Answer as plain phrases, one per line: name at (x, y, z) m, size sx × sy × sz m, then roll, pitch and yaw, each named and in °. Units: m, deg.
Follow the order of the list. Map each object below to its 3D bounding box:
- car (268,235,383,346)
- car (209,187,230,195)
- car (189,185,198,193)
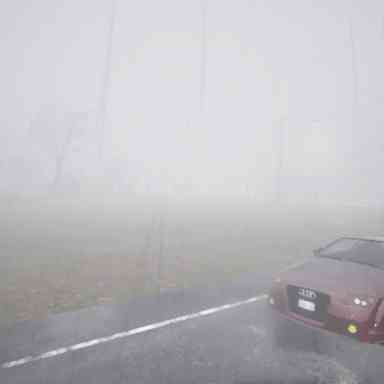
car at (3.390, 1.560, 6.291) m, size 4.181 × 1.385 × 1.994 m, roll 0°, pitch 0°, yaw -36°
car at (5.189, -0.282, 63.845) m, size 1.882 × 1.535 × 5.008 m, roll 0°, pitch 2°, yaw -36°
car at (-0.638, -0.707, 71.973) m, size 1.882 × 1.535 × 5.008 m, roll 0°, pitch 2°, yaw -36°
